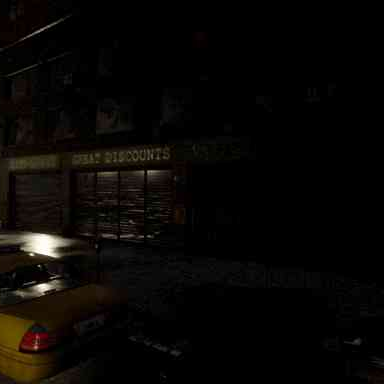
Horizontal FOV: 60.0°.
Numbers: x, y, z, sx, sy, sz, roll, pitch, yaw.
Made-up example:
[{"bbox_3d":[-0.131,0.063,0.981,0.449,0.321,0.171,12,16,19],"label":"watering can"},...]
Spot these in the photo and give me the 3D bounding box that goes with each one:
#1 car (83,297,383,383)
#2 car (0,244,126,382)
[{"bbox_3d":[1.617,1.551,1.930,4.403,1.369,2.008,0,1,36],"label":"car"},{"bbox_3d":[-3.066,1.524,5.276,4.829,1.417,1.752,0,1,36],"label":"car"}]
